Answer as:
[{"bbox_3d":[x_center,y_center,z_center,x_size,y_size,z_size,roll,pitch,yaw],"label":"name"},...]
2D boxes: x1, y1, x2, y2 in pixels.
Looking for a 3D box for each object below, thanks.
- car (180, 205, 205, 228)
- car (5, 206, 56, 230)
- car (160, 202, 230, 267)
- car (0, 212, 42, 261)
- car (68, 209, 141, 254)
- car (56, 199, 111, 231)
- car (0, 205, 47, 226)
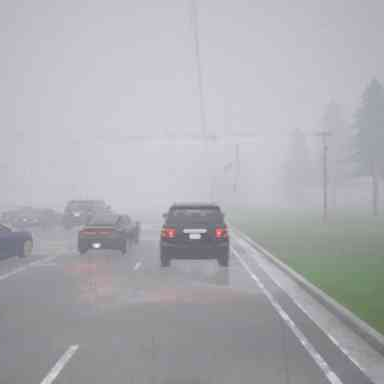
[{"bbox_3d":[0.059,1.858,26.208,1.812,1.442,4.674,0,-1,0],"label":"car"},{"bbox_3d":[-10.437,1.844,23.280,2.033,1.411,5.357,0,-1,0],"label":"car"},{"bbox_3d":[0.082,1.379,12.187,2.150,2.045,5.566,0,0,0],"label":"car"},{"bbox_3d":[-6.924,1.612,10.522,1.882,1.535,5.008,0,-1,0],"label":"car"},{"bbox_3d":[-3.426,1.689,14.380,1.837,1.490,4.892,0,-1,0],"label":"car"},{"bbox_3d":[-6.939,1.514,22.774,2.150,2.045,5.566,0,0,0],"label":"car"},{"bbox_3d":[-13.946,1.875,27.520,1.812,1.442,4.674,0,-1,0],"label":"car"}]
